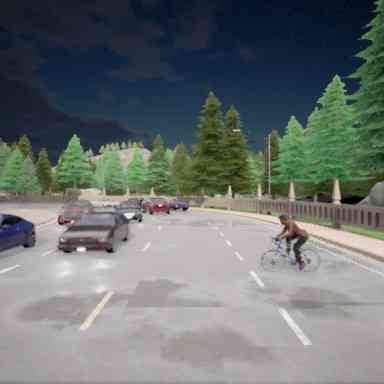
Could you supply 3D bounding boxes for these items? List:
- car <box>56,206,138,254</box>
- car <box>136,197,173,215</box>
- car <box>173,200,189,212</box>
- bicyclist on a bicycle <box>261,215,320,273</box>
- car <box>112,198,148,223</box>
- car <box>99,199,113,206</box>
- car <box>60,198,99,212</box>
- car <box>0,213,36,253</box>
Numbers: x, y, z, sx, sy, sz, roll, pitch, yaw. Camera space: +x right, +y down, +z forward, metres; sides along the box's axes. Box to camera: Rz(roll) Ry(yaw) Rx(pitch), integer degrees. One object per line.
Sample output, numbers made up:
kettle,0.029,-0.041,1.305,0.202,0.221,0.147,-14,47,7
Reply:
car,-3.777,1.547,13.855,2.033,1.411,5.357,0,0,-1
car,-3.916,1.351,34.306,2.097,1.767,4.553,0,0,-23
car,-2.221,1.600,38.762,1.895,1.301,4.718,0,0,-28
bicyclist on a bicycle,2.713,1.451,9.196,1.656,1.620,0.582,-2,0,-1
car,-4.889,1.490,25.692,2.128,1.511,4.902,0,0,-13
car,-12.178,1.600,46.360,1.895,1.301,4.718,0,0,-43
car,-8.075,1.351,23.722,2.097,1.767,4.553,0,0,-11
car,-7.271,1.525,11.946,1.812,1.442,4.674,0,0,-1
